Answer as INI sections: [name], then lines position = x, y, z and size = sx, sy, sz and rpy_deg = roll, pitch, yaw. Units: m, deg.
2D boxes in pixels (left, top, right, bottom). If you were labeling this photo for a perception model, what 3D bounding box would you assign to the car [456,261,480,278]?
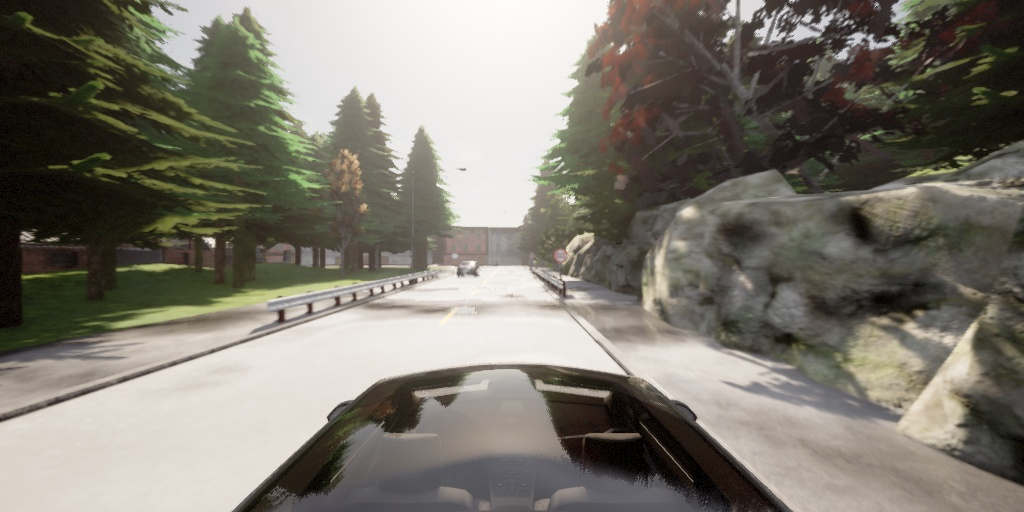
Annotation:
[car]
position = -4.119, 1.243, 34.220
size = 2.128, 1.511, 4.902
rpy_deg = 0, 0, 0
